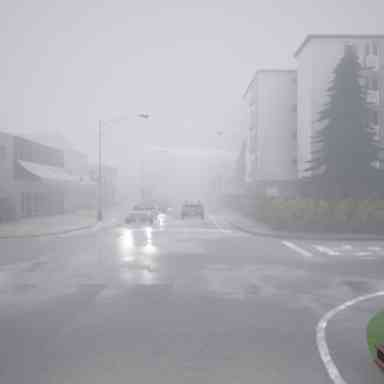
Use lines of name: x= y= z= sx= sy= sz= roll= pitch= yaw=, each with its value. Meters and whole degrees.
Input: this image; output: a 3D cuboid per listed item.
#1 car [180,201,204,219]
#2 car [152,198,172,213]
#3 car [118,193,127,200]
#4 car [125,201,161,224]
car: x=0.039 y=1.478 z=28.757 sx=2.128 sy=1.511 sz=4.902 roll=0 pitch=0 yaw=0
car: x=-3.672 y=1.475 z=36.294 sx=2.128 sy=1.511 sz=4.902 roll=0 pitch=0 yaw=0
car: x=-19.119 y=1.446 z=91.772 sx=2.007 sy=1.523 sz=4.514 roll=0 pitch=0 yaw=0
car: x=-3.650 y=1.589 z=24.583 sx=1.895 sy=1.301 sz=4.718 roll=0 pitch=0 yaw=0
